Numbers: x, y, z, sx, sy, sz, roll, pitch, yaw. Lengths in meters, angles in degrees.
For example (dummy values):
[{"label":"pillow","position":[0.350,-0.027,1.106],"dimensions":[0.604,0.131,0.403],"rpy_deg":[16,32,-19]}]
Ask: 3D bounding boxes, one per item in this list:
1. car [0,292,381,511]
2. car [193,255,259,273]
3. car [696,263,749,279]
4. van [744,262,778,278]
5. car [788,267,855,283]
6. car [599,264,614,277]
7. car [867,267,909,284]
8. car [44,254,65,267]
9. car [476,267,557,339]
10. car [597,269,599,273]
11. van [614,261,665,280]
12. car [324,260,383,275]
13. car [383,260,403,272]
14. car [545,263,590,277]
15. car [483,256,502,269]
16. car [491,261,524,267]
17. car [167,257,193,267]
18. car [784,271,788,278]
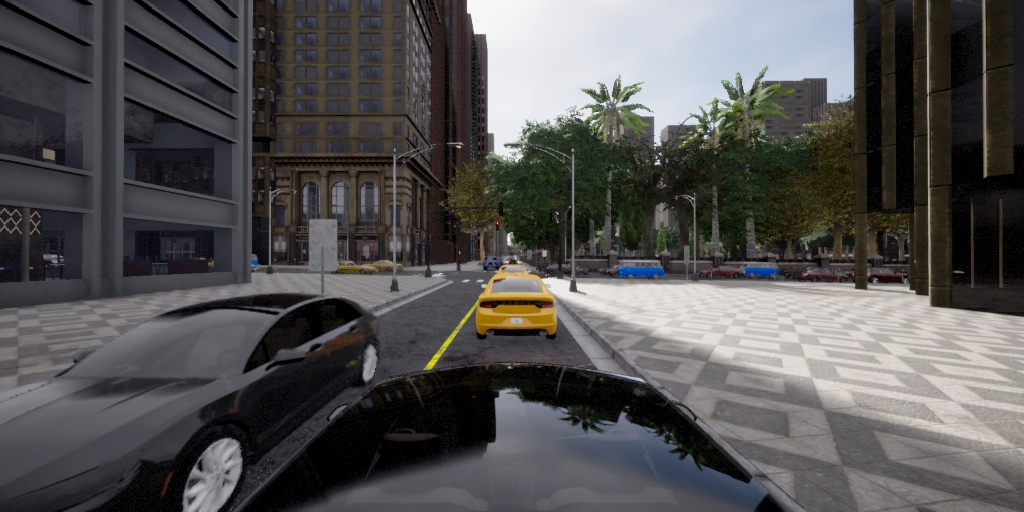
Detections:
[{"label":"car","position":[-3.097,1.255,4.135],"dimensions":[1.837,1.490,4.892],"rpy_deg":[0,0,0]},{"label":"car","position":[-26.319,0.867,33.408],"dimensions":[4.829,1.417,1.751],"rpy_deg":[0,0,0]},{"label":"car","position":[22.598,1.710,38.974],"dimensions":[4.674,1.442,1.812],"rpy_deg":[1,0,0]},{"label":"van","position":[28.550,1.638,41.598],"dimensions":[3.998,1.789,1.690],"rpy_deg":[0,0,0]},{"label":"car","position":[28.509,1.830,33.073],"dimensions":[4.207,1.307,1.802],"rpy_deg":[0,0,0]},{"label":"car","position":[12.638,1.567,39.035],"dimensions":[5.357,1.411,2.033],"rpy_deg":[1,0,0]},{"label":"car","position":[34.032,1.779,33.039],"dimensions":[4.097,1.591,1.967],"rpy_deg":[0,0,0]},{"label":"car","position":[-43.501,0.507,33.513],"dimensions":[4.097,1.591,1.967],"rpy_deg":[0,0,0]},{"label":"car","position":[0.111,1.230,10.124],"dimensions":[1.882,1.535,5.008],"rpy_deg":[0,0,0]},{"label":"car","position":[11.980,1.605,41.699],"dimensions":[4.207,1.307,1.802],"rpy_deg":[0,0,0]},{"label":"van","position":[11.939,1.315,33.174],"dimensions":[3.998,1.789,1.690],"rpy_deg":[0,0,0]},{"label":"car","position":[-14.978,1.052,33.339],"dimensions":[4.829,1.417,1.751],"rpy_deg":[0,0,0]},{"label":"car","position":[-15.276,1.101,41.866],"dimensions":[4.829,1.417,1.751],"rpy_deg":[0,0,0]},{"label":"car","position":[5.663,1.421,37.222],"dimensions":[4.674,1.442,1.812],"rpy_deg":[1,0,10]},{"label":"car","position":[-2.982,1.029,52.042],"dimensions":[2.150,2.045,5.566],"rpy_deg":[0,0,0]},{"label":"car","position":[0.040,1.235,20.184],"dimensions":[1.882,1.535,5.008],"rpy_deg":[0,0,0]},{"label":"car","position":[-37.786,0.774,42.004],"dimensions":[4.313,1.339,1.948],"rpy_deg":[0,0,0]},{"label":"car","position":[33.042,1.904,38.901],"dimensions":[5.357,1.411,2.033],"rpy_deg":[1,0,1]}]
